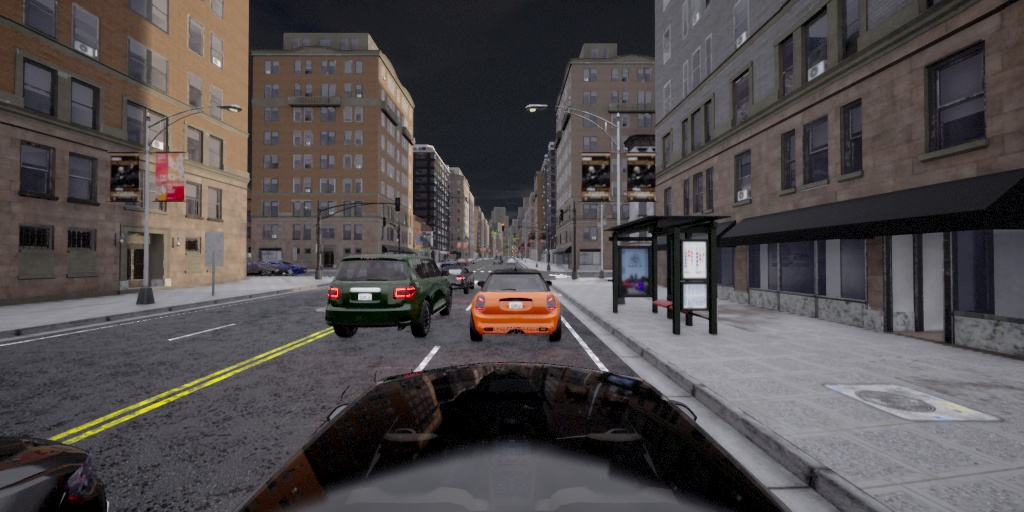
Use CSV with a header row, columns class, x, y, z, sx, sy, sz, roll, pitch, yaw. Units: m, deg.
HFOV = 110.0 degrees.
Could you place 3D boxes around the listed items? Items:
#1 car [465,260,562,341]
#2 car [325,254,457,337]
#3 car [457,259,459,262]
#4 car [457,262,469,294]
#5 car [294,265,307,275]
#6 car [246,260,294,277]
class,x,y,z,sx,sy,sz,roll,pitch,yaw
car,0.080,1.104,10.015,2.097,1.767,4.553,0,0,0
car,-3.171,0.974,10.401,2.150,2.045,5.566,0,0,0
car,-9.970,1.368,55.836,1.895,1.301,4.718,0,0,0
car,-3.199,1.282,20.108,1.812,1.442,4.674,0,0,0
car,-22.878,1.149,35.259,5.008,1.535,1.882,1,-1,0
car,-23.012,1.174,32.009,5.357,1.411,2.033,0,-1,0
